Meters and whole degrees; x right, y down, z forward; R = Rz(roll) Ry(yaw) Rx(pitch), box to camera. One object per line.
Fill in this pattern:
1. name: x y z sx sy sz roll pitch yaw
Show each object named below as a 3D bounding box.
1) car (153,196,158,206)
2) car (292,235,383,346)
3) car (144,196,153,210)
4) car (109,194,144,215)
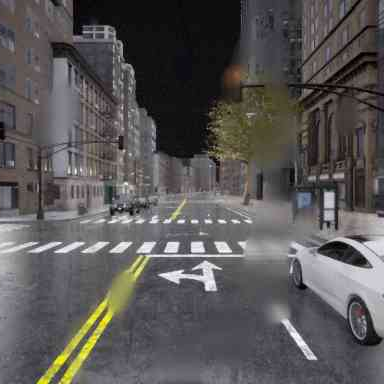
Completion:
1. car: -6.639 1.421 53.751 2.128 1.511 4.902 0 0 0
2. car: 3.344 1.524 6.212 1.812 1.442 4.674 0 0 0
3. car: -6.638 1.437 43.433 1.882 1.535 5.008 0 0 0
4. car: -6.601 1.198 33.322 2.150 2.045 5.566 0 0 1
